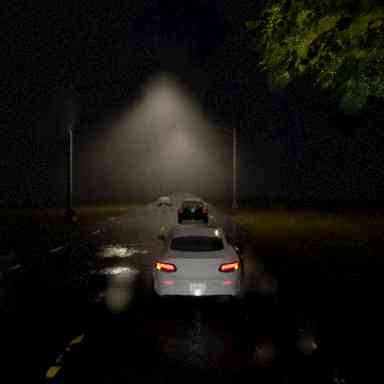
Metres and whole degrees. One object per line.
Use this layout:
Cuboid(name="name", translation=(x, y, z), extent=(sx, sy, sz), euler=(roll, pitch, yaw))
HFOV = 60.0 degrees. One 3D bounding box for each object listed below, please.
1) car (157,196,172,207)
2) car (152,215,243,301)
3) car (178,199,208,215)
Cuboid(name="car", translation=(-3.709, 1.320, 45.590), extent=(2.033, 1.411, 5.357), euler=(0, 0, 0))
Cuboid(name="car", translation=(0.103, 1.520, 8.181), extent=(1.812, 1.442, 4.674), euler=(0, 0, 0))
Cuboid(name="car", translation=(0.059, 1.287, 24.793), extent=(2.097, 1.767, 4.553), euler=(0, 0, 0))
